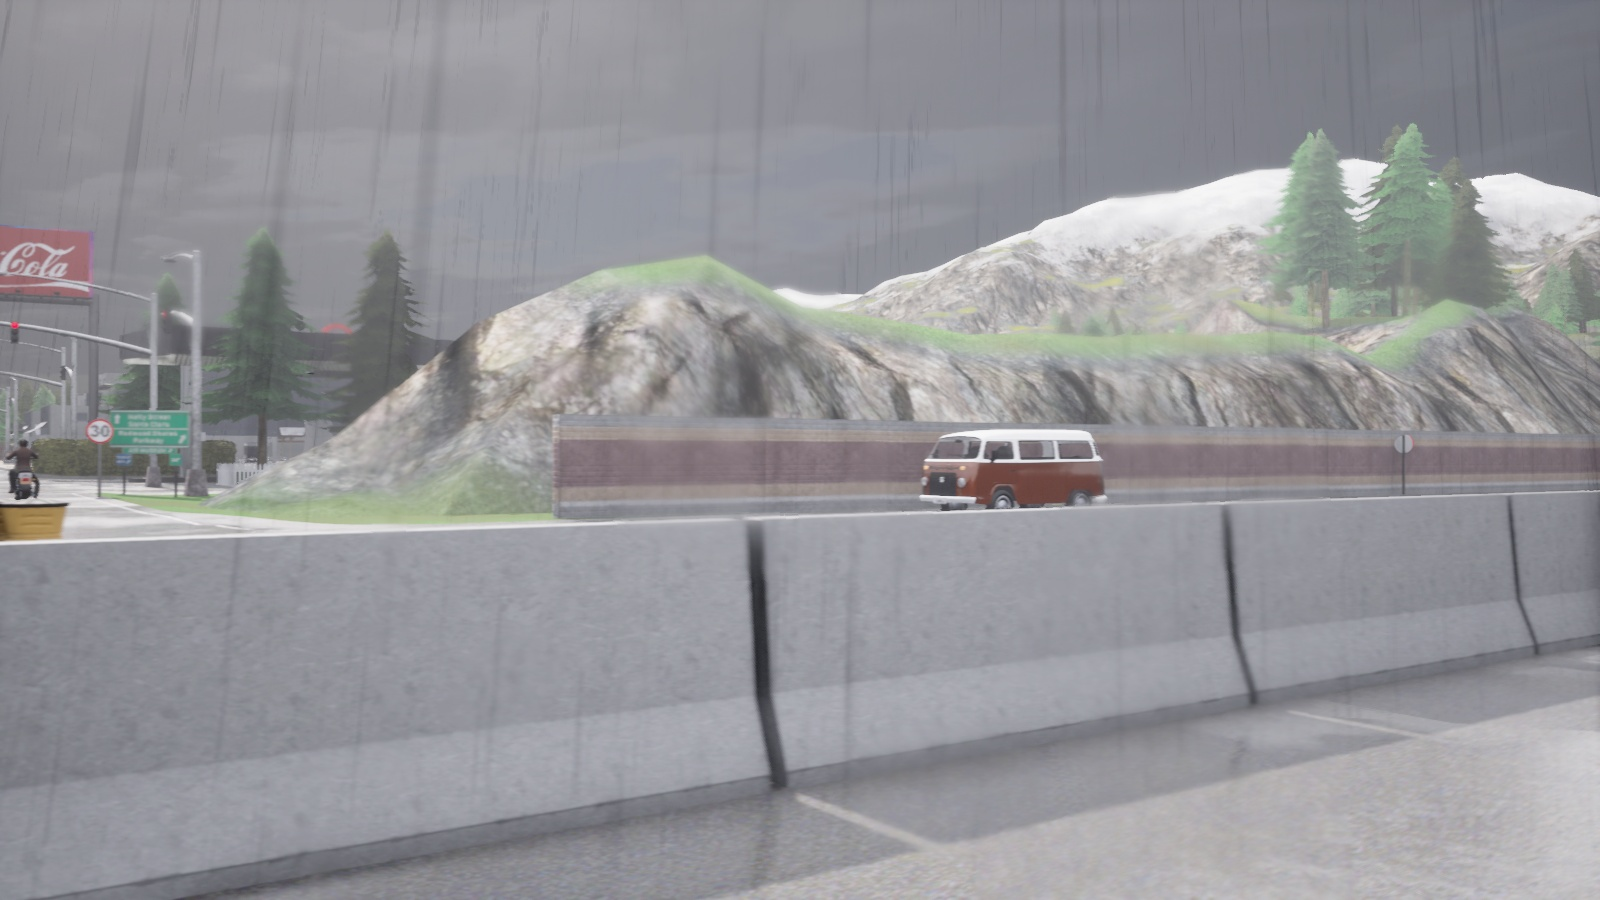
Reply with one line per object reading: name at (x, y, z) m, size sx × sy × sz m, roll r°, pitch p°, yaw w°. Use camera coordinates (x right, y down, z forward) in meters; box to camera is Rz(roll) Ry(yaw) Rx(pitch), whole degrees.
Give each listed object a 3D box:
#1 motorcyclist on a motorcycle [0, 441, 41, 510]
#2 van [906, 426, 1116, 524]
motorcyclist on a motorcycle at (-19.513, 0.617, 31.383) m, size 0.766 × 1.649 × 2.350 m, roll 0°, pitch 0°, yaw -35°
van at (4.794, 0.527, 28.317) m, size 4.480 × 2.038 × 2.069 m, roll 0°, pitch 0°, yaw -35°
